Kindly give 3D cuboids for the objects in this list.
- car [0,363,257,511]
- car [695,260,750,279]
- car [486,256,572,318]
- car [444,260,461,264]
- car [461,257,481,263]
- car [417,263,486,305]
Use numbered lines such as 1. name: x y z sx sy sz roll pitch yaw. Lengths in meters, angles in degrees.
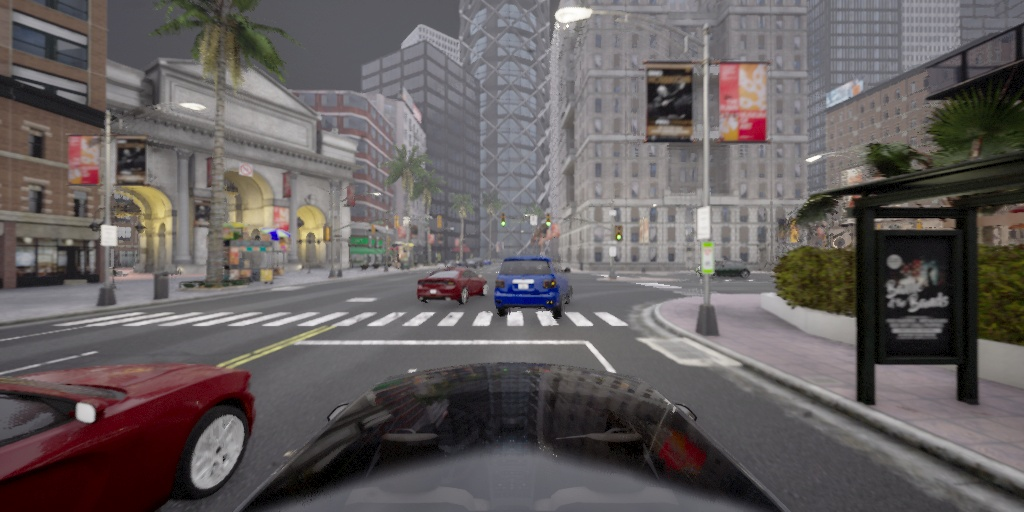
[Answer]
1. car: -3.398 1.227 1.427 1.882 1.535 5.008 0 0 0
2. car: 20.217 1.221 34.606 4.553 1.767 2.097 0 0 0
3. car: 0.946 1.016 13.493 2.150 2.045 5.566 -1 0 13
4. car: -10.493 1.460 61.506 2.128 1.511 4.902 0 0 0
5. car: -6.993 1.447 61.760 1.882 1.535 5.008 0 0 0
6. car: -2.573 1.283 16.723 1.882 1.535 5.008 -1 0 13
